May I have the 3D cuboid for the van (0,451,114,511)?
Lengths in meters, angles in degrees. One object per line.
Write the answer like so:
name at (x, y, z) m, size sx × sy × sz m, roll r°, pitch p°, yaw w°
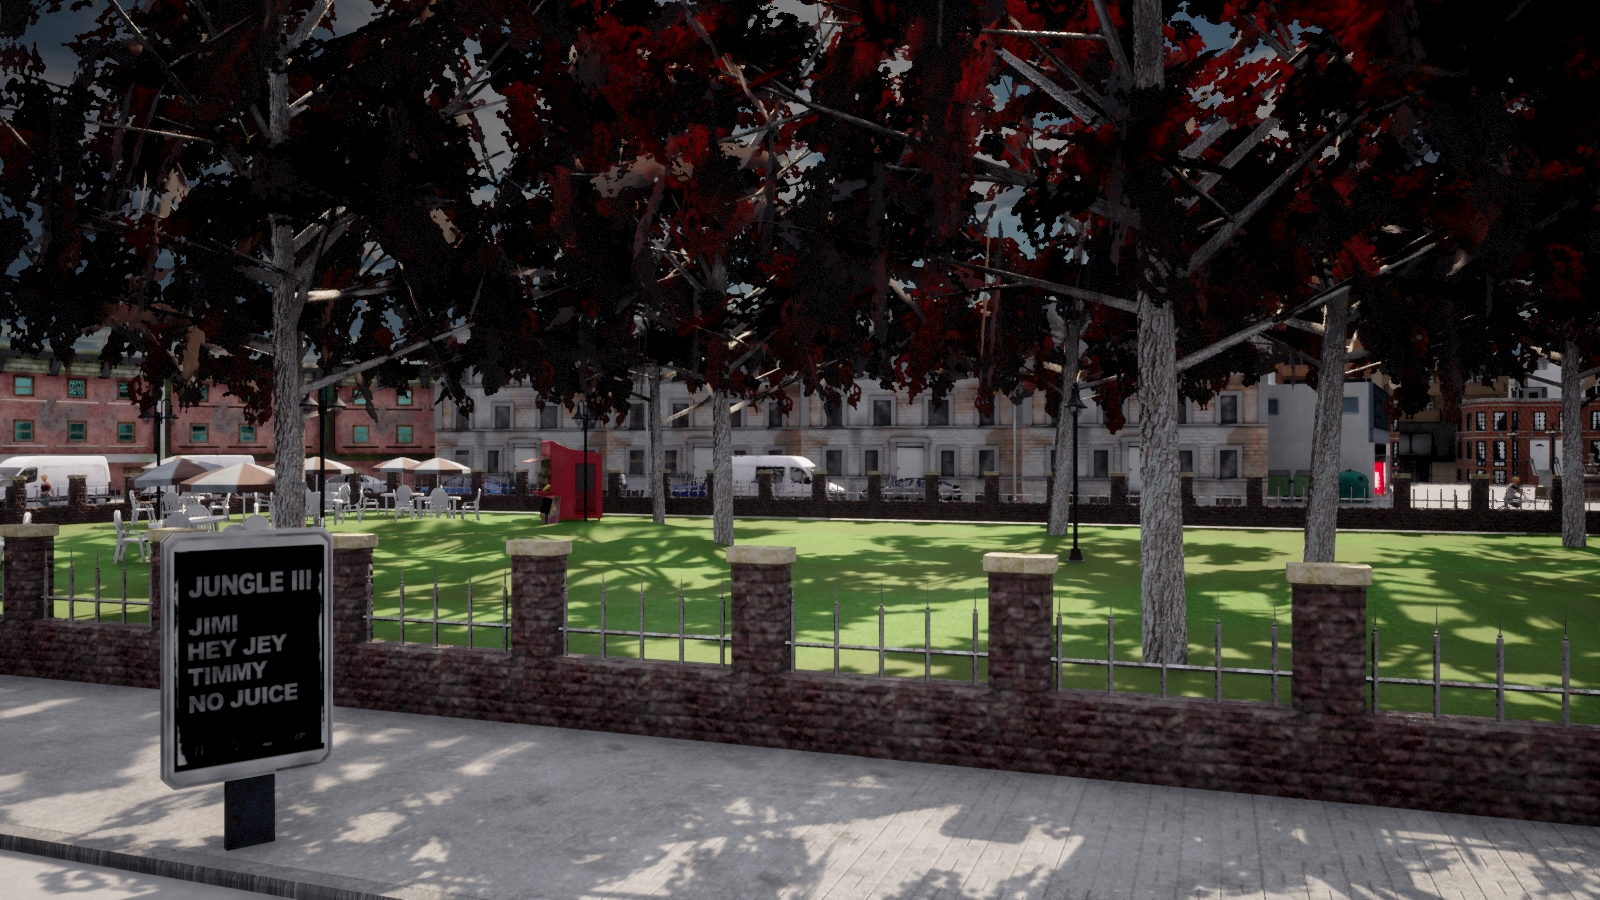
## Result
van at (-34.456, 1.334, 51.696) m, size 1.988 × 2.561 × 5.915 m, roll 0°, pitch 0°, yaw 21°

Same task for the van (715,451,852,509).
van at (-0.761, 1.322, 52.307) m, size 5.915 × 2.561 × 1.988 m, roll 0°, pitch 0°, yaw 20°

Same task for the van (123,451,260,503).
van at (-31.314, 1.336, 58.944) m, size 1.988 × 2.561 × 5.915 m, roll 0°, pitch 0°, yaw 41°

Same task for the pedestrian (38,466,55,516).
pedestrian at (-28.352, 1.542, 42.982) m, size 0.375 × 1.860 × 0.375 m, roll 0°, pitch 0°, yaw 15°

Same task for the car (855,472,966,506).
car at (5.260, 1.833, 54.337) m, size 4.902 × 1.511 × 2.128 m, roll 0°, pitch 0°, yaw 20°

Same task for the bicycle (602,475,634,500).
bicycle at (-9.502, 1.948, 59.688) m, size 1.643 × 1.296 × 0.373 m, roll 0°, pitch 0°, yaw 20°

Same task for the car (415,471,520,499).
car at (-18.262, 1.902, 62.828) m, size 5.357 × 1.411 × 2.033 m, roll 0°, pitch 0°, yaw 19°
